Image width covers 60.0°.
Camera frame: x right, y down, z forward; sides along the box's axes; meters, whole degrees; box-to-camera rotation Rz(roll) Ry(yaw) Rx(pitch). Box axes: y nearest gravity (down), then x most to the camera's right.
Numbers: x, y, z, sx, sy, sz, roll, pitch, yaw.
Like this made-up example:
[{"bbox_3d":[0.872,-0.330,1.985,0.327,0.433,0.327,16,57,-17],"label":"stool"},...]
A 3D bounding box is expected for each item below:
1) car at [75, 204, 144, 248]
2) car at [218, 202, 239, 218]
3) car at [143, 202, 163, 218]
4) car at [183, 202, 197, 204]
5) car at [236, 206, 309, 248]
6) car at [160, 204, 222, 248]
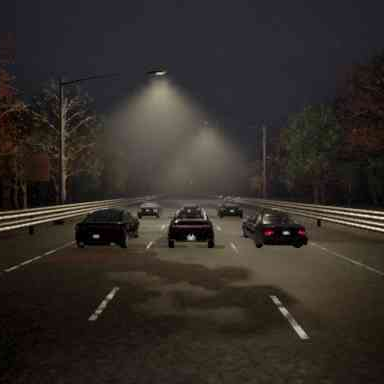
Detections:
[{"bbox_3d":[-3.544,1.486,14.730,1.882,1.535,5.008,0,0,0],"label":"car"},{"bbox_3d":[3.324,1.570,29.822,1.994,1.385,4.181,0,0,-1],"label":"car"},{"bbox_3d":[-3.675,1.561,29.740,2.033,1.411,5.357,0,0,-1],"label":"car"},{"bbox_3d":[-0.175,1.570,29.781,1.994,1.385,4.181,0,0,-1],"label":"car"},{"bbox_3d":[3.456,1.565,14.772,2.033,1.411,5.357,0,0,0],"label":"car"},{"bbox_3d":[-0.044,1.497,14.751,2.128,1.511,4.902,0,0,0],"label":"car"}]
